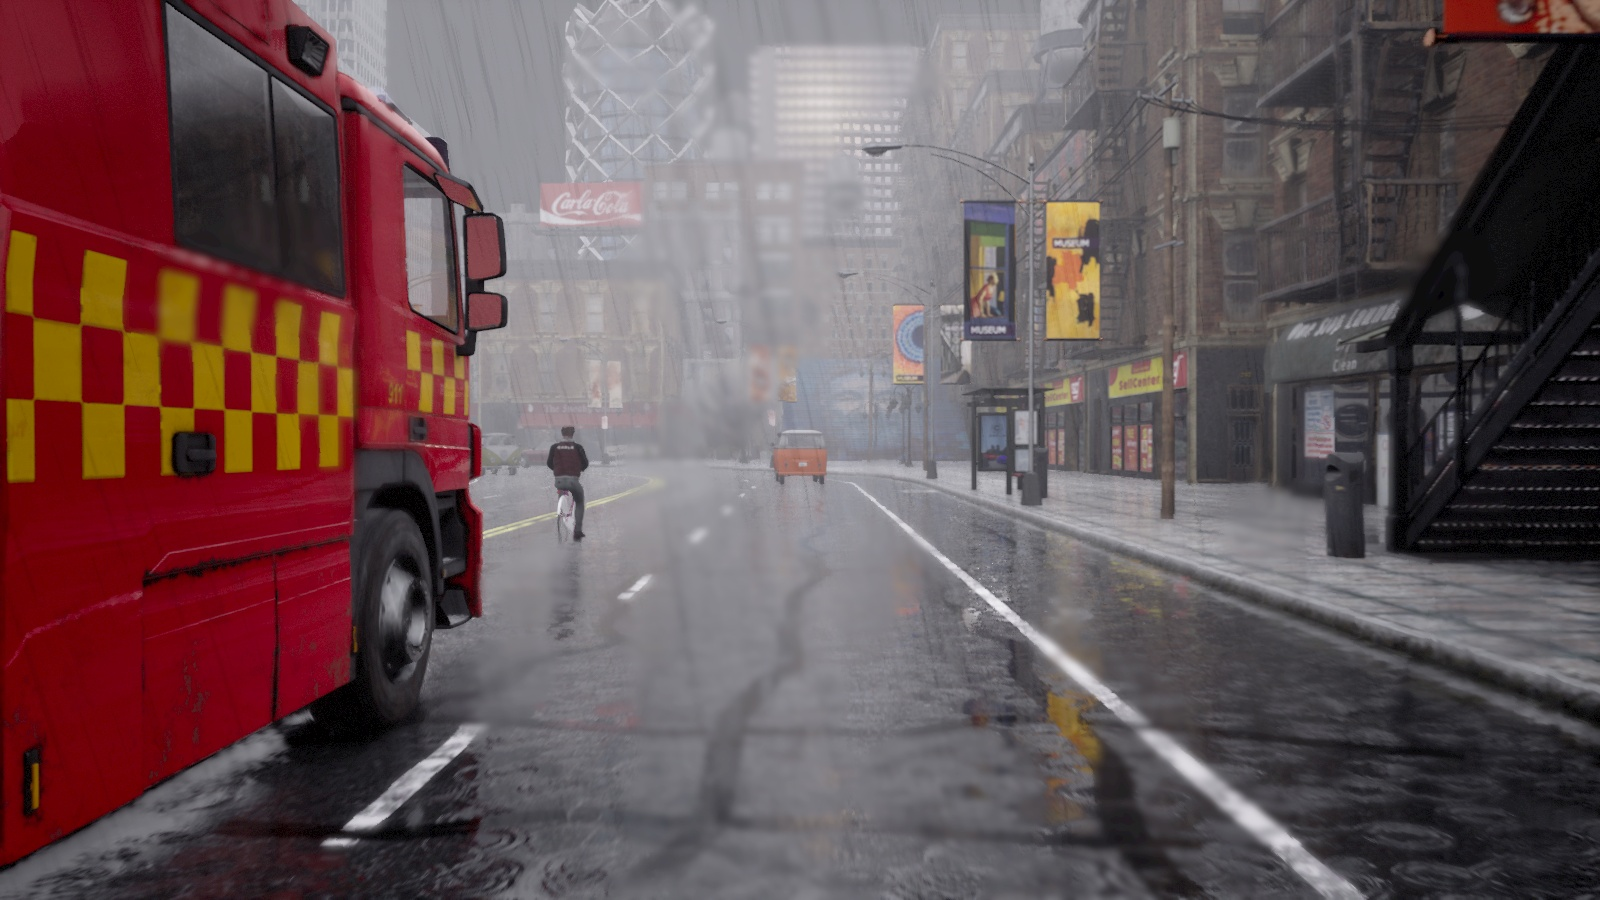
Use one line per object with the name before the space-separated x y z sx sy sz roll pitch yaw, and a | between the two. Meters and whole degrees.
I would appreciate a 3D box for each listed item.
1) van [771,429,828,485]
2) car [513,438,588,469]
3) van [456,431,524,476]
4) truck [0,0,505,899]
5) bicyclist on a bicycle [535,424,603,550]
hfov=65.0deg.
van | -0.063 0.235 46.876 1.775 1.987 4.442 0 0 -4
car | -14.867 0.172 74.712 4.553 1.767 2.097 0 0 42
van | -14.364 0.161 57.969 1.775 1.987 4.442 0 0 -32
truck | -3.462 -0.445 4.265 2.891 3.827 8.468 0 0 0
bicyclist on a bicycle | -3.396 0.509 18.616 0.659 1.776 1.843 0 1 0
